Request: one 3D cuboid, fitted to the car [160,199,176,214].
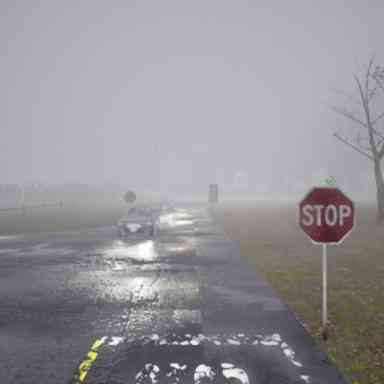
[{"bbox_3d":[-2.796,1.564,37.068,2.128,1.511,4.902,0,0,0],"label":"car"}]

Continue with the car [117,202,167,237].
[{"bbox_3d":[-2.774,1.531,18.205,2.128,1.511,4.902,0,0,0],"label":"car"}]
